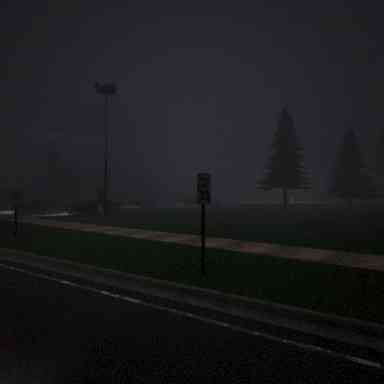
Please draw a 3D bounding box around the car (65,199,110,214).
[{"bbox_3d":[-11.249,1.564,35.213,1.994,1.385,4.181,0,0,35],"label":"car"}]

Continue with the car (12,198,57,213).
[{"bbox_3d":[-18.055,1.564,37.695,1.994,1.385,4.181,0,0,35],"label":"car"}]

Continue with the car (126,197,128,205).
[{"bbox_3d":[-11.083,1.477,53.755,1.882,1.535,5.008,0,0,35],"label":"car"}]

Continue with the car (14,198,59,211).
[{"bbox_3d":[-19.433,1.505,41.831,1.837,1.490,4.892,0,0,35],"label":"car"}]

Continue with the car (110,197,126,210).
[{"bbox_3d":[-11.211,1.547,41.373,2.033,1.411,5.357,0,0,35],"label":"car"}]

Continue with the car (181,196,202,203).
[{"bbox_3d":[-0.052,1.519,69.353,1.837,1.490,4.892,0,0,35],"label":"car"}]

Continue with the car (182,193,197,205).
[{"bbox_3d":[0.529,1.220,58.121,2.150,2.045,5.566,0,0,35],"label":"car"}]

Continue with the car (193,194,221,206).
[{"bbox_3d":[2.912,1.547,55.425,2.033,1.411,5.357,0,0,35],"label":"car"}]

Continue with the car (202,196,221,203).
[{"bbox_3d":[4.186,1.536,69.305,1.812,1.442,4.674,0,0,35],"label":"car"}]

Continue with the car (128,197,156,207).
[{"bbox_3d":[-7.557,1.564,52.691,1.994,1.385,4.181,0,0,35],"label":"car"}]
